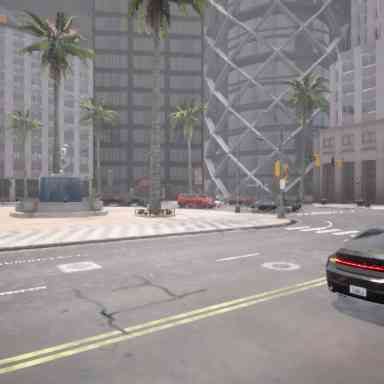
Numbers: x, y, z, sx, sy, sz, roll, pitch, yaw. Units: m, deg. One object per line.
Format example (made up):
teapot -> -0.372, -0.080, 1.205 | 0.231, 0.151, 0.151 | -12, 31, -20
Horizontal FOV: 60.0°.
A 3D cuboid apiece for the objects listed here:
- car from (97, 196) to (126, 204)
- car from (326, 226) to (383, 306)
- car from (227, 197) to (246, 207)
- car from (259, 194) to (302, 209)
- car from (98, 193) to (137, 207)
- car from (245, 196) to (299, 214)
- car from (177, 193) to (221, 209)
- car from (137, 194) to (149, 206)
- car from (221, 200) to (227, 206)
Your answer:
car -> -14.926, 1.491, 62.008 | 4.902, 1.511, 2.128 | 0, 0, 6
car -> 4.923, 1.505, 7.306 | 4.892, 1.490, 1.837 | 0, 0, -35
car -> 7.446, 1.477, 52.808 | 5.008, 1.535, 1.882 | 0, 0, 41
car -> 10.124, 1.220, 39.183 | 2.150, 2.045, 5.566 | 0, 0, -37
car -> -11.780, 1.223, 50.844 | 5.566, 2.045, 2.150 | 0, 0, 11
car -> 8.470, 1.492, 35.516 | 2.128, 1.511, 4.902 | 0, 0, -37
car -> 0.571, 1.220, 44.730 | 5.566, 2.045, 2.150 | 0, 0, 38
car -> -9.579, 1.223, 53.845 | 5.566, 2.045, 2.150 | 0, 0, 14
car -> 2.192, 1.526, 47.812 | 4.674, 1.442, 1.812 | 0, 0, 37
